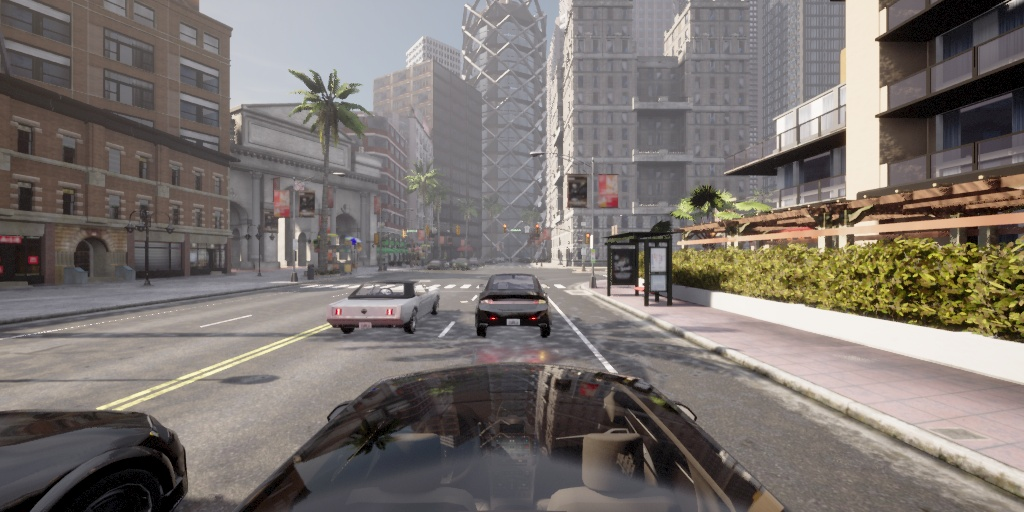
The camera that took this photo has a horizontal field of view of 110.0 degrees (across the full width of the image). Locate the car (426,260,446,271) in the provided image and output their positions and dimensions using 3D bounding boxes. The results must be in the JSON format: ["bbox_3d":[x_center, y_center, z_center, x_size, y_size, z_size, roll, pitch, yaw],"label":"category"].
[{"bbox_3d":[-10.702,1.297,50.960,2.033,1.411,5.357,0,0,0],"label":"car"}]

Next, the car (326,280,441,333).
[{"bbox_3d":[-3.457,1.351,10.708,1.895,1.301,4.718,0,0,0],"label":"car"}]

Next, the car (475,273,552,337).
[{"bbox_3d":[0.042,1.242,10.329,2.128,1.511,4.902,0,0,0],"label":"car"}]

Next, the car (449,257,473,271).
[{"bbox_3d":[-7.028,1.102,49.687,2.097,1.767,4.553,0,0,-3],"label":"car"}]

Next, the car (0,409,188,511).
[{"bbox_3d":[-3.392,1.314,0.889,1.994,1.385,4.181,0,0,0],"label":"car"}]
